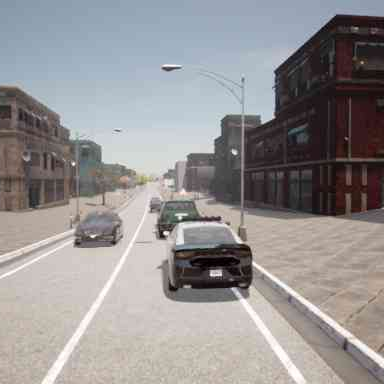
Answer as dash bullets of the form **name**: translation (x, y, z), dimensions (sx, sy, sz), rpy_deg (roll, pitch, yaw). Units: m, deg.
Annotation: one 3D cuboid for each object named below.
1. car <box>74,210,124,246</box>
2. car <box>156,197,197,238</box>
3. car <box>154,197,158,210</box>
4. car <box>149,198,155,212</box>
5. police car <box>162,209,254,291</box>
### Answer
- **car**: translation (-4.463, 1.696, 16.470), dimensions (1.837, 1.490, 4.892), rpy_deg (0, -1, -6)
- **car**: translation (-0.848, 1.465, 19.287), dimensions (2.150, 2.045, 5.566), rpy_deg (0, -1, -7)
- **car**: translation (-1.544, 1.620, 25.256), dimensions (2.150, 2.045, 5.566), rpy_deg (0, -1, -7)
- **car**: translation (-4.890, 1.993, 46.268), dimensions (1.837, 1.490, 4.892), rpy_deg (0, -1, -7)
- **police car**: translation (0.244, 1.478, 9.348), dimensions (1.930, 1.638, 5.238), rpy_deg (0, -1, -5)
